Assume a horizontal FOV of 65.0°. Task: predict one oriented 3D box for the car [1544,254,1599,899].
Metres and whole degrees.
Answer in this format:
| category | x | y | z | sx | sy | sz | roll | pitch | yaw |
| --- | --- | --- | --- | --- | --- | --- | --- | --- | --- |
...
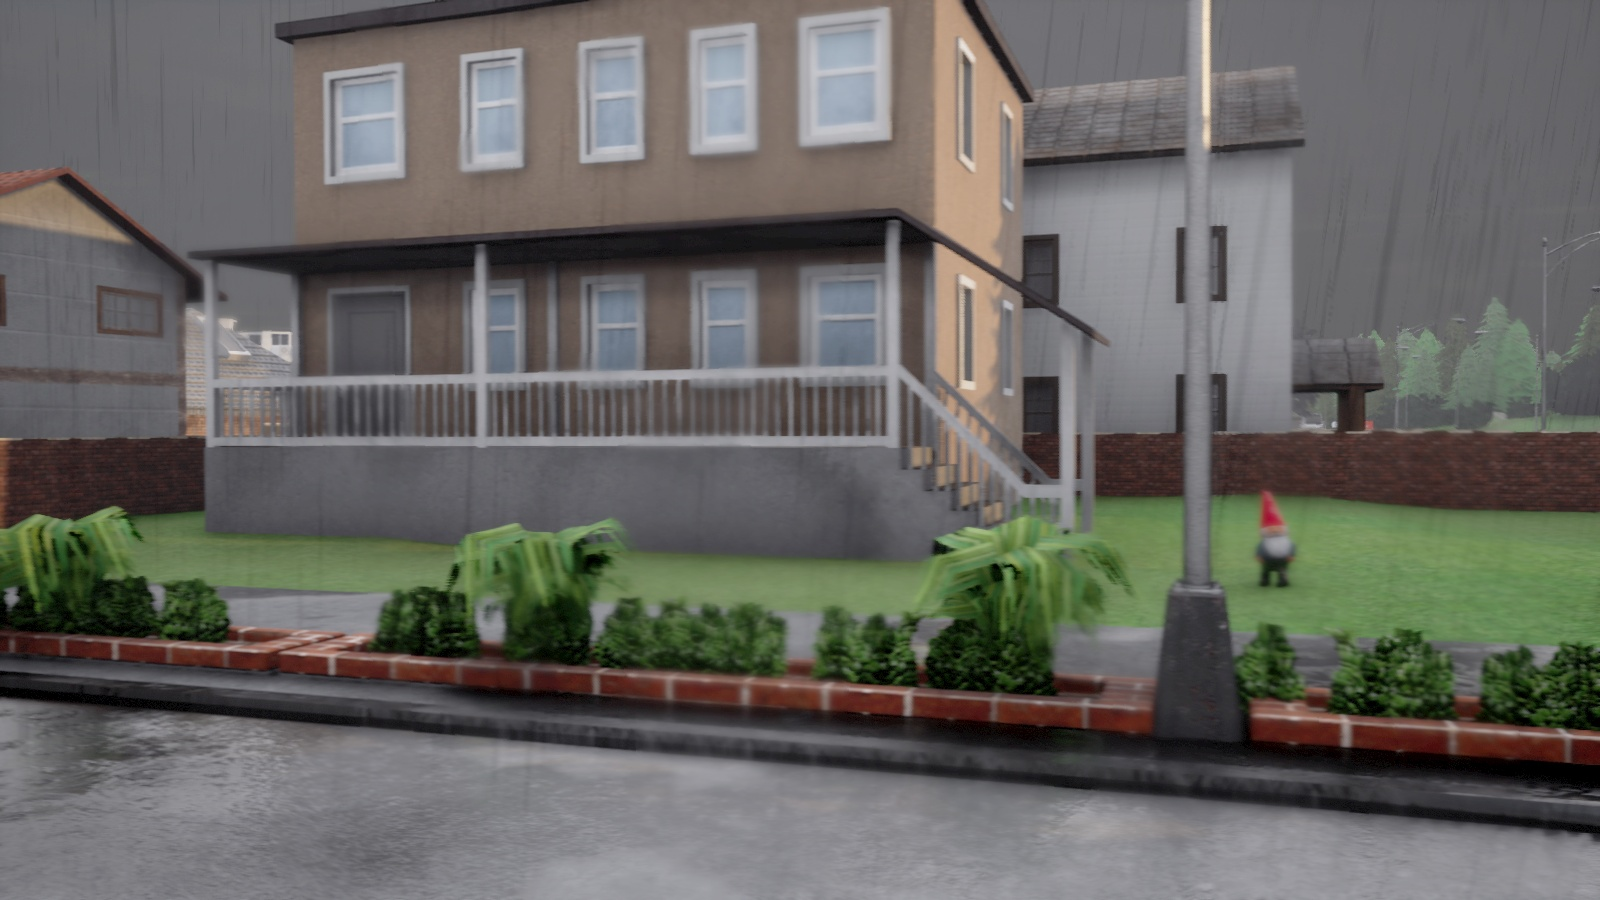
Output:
| category | x | y | z | sx | sy | sz | roll | pitch | yaw |
| --- | --- | --- | --- | --- | --- | --- | --- | --- | --- |
| car | 4.697 | 0.530 | 2.064 | 5.566 | 2.045 | 2.150 | 0 | 1 | 12 |
